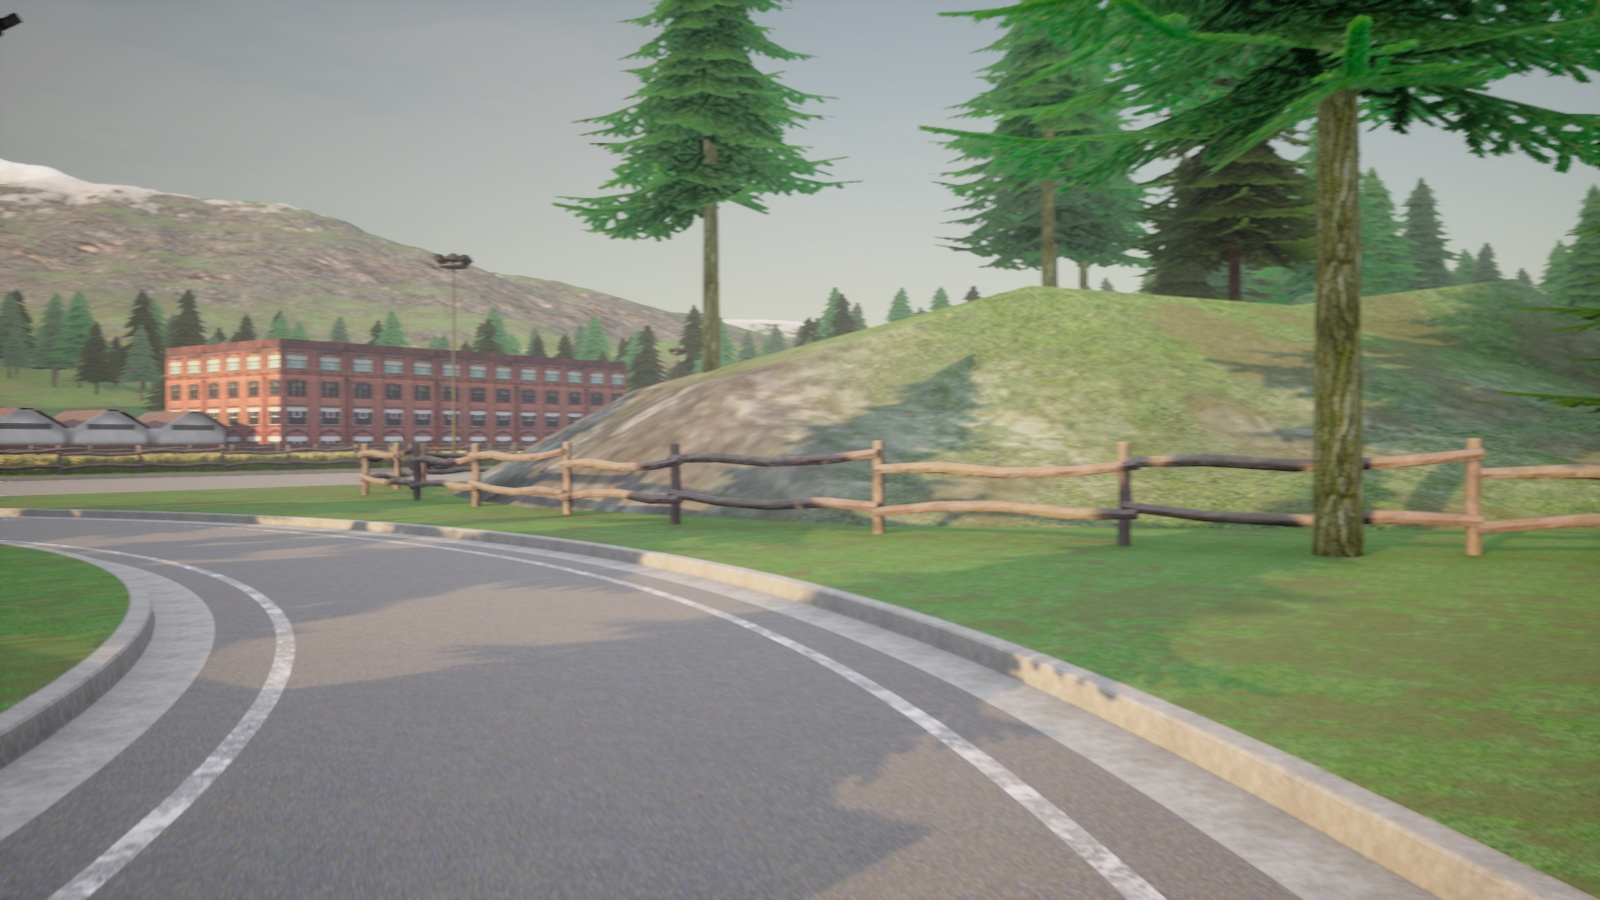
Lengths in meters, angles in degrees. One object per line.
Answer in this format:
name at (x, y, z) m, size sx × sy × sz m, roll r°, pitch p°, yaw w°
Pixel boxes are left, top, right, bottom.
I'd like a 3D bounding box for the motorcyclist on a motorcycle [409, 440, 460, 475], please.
motorcyclist on a motorcycle at (-17.402, 0.352, 59.845) m, size 0.766 × 1.649 × 2.350 m, roll 0°, pitch 1°, yaw 36°
